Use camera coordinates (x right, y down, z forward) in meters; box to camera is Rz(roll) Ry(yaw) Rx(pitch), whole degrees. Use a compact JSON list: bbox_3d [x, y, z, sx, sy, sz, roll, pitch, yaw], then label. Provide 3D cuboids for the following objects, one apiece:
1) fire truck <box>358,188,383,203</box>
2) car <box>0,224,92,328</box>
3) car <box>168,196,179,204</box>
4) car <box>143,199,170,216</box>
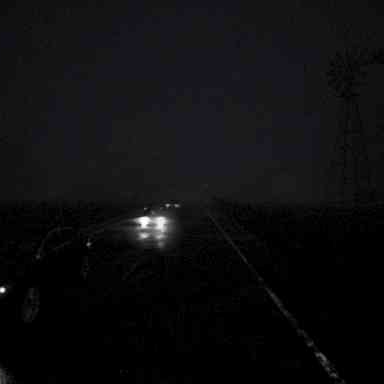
[{"bbox_3d":[43.753,0.926,78.583,8.468,3.827,2.891,1,1,0],"label":"fire truck"},{"bbox_3d":[-3.605,1.487,7.074,2.128,1.511,4.902,0,0,0],"label":"car"},{"bbox_3d":[-3.531,1.432,62.171,1.882,1.535,5.008,0,0,0],"label":"car"},{"bbox_3d":[-3.524,1.577,32.376,1.895,1.301,4.718,0,0,0],"label":"car"}]
